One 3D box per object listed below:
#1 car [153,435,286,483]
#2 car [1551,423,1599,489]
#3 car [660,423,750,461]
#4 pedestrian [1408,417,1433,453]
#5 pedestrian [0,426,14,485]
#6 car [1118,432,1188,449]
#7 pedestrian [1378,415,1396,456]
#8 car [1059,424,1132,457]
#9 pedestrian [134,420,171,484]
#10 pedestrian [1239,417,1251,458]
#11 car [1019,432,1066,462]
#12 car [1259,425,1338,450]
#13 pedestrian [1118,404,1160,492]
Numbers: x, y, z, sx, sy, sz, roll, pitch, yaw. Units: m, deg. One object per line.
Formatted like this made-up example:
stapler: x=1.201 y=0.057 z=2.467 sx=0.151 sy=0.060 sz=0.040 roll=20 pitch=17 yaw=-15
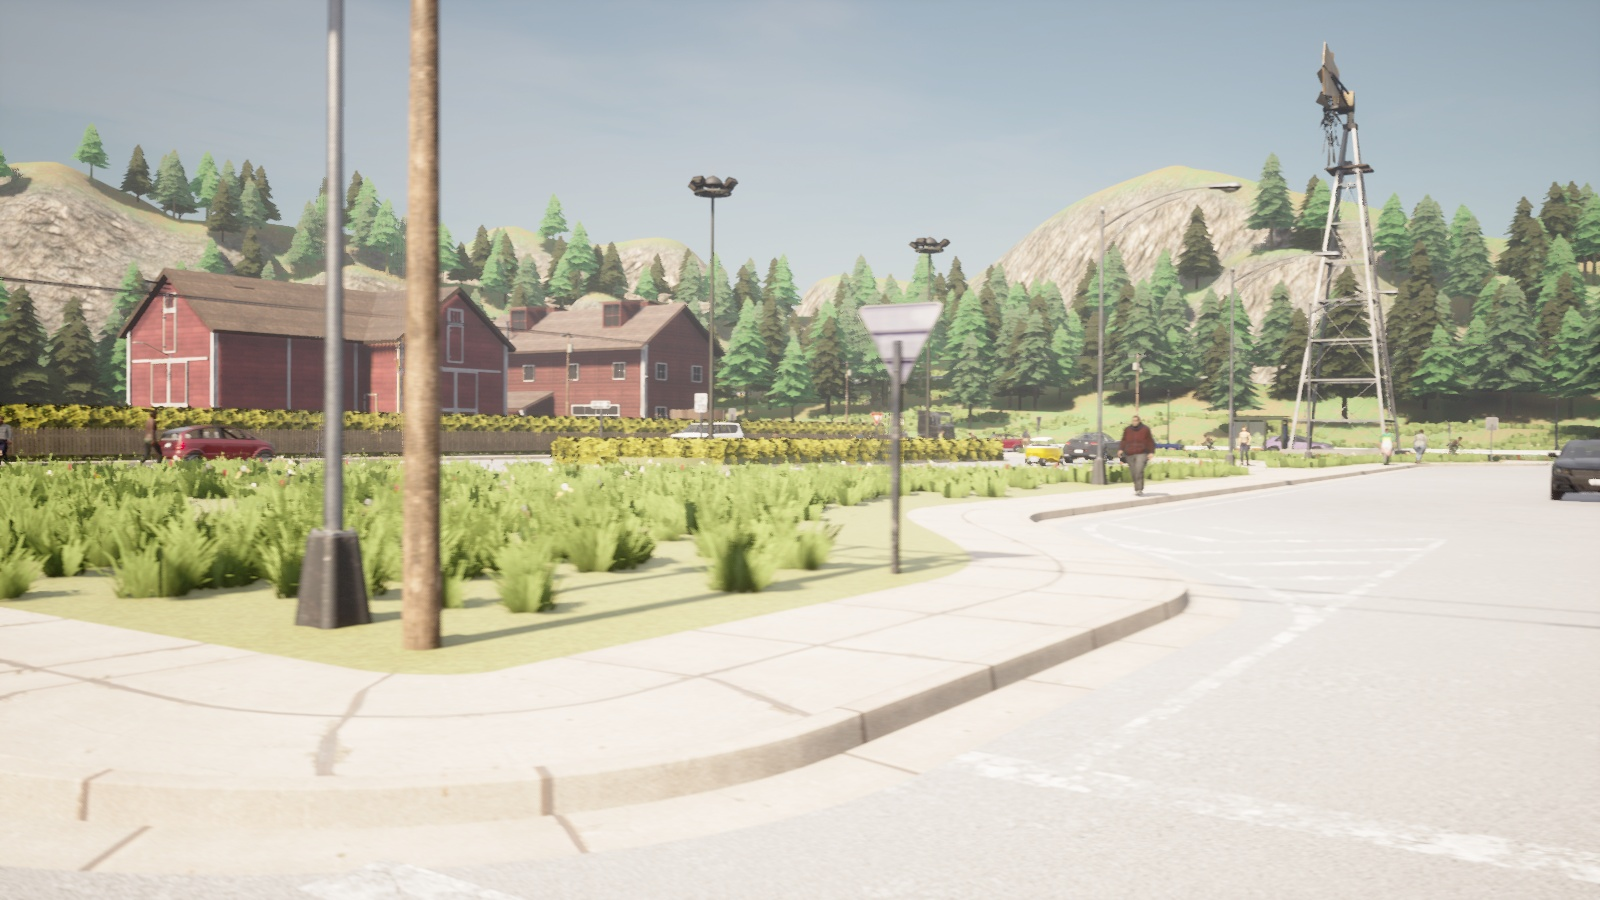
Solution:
car: x=-19.950 y=0.292 z=43.270 sx=1.789 sy=1.549 sz=3.705 roll=0 pitch=1 yaw=37
car: x=19.943 y=0.100 z=31.357 sx=1.882 sy=1.535 sz=5.008 roll=0 pitch=1 yaw=33
car: x=-5.357 y=-0.490 z=71.824 sx=2.150 sy=2.045 sz=5.566 roll=0 pitch=1 yaw=33
pedestrian: x=31.994 y=-0.788 z=64.730 sx=0.900 sy=1.855 sz=0.874 roll=-1 pitch=1 yaw=-41
pedestrian: x=-26.768 y=0.175 z=42.174 sx=0.423 sy=1.949 sz=0.788 roll=-1 pitch=1 yaw=-16
car: x=26.627 y=-0.708 z=94.728 sx=4.718 sy=1.301 sz=1.895 roll=0 pitch=1 yaw=32
pedestrian: x=28.328 y=-0.699 z=60.588 sx=0.659 sy=1.952 sz=0.873 roll=0 pitch=1 yaw=32
car: x=15.530 y=-0.534 z=65.848 sx=2.152 sy=1.651 sz=5.027 roll=0 pitch=1 yaw=33
pedestrian: x=-18.414 y=0.059 z=35.710 sx=0.328 sy=1.805 sz=0.869 roll=0 pitch=1 yaw=33
pedestrian: x=20.015 y=-0.571 z=56.491 sx=0.345 sy=1.836 sz=0.594 roll=0 pitch=1 yaw=37
car: x=11.552 y=-0.138 z=59.715 sx=1.481 sy=1.376 sz=2.207 roll=0 pitch=1 yaw=33
car: x=35.289 y=-0.873 z=88.865 sx=4.856 sy=1.649 sz=2.033 roll=-1 pitch=1 yaw=34
pedestrian: x=7.327 y=-0.051 z=27.095 sx=0.634 sy=1.844 sz=0.899 roll=0 pitch=1 yaw=32
